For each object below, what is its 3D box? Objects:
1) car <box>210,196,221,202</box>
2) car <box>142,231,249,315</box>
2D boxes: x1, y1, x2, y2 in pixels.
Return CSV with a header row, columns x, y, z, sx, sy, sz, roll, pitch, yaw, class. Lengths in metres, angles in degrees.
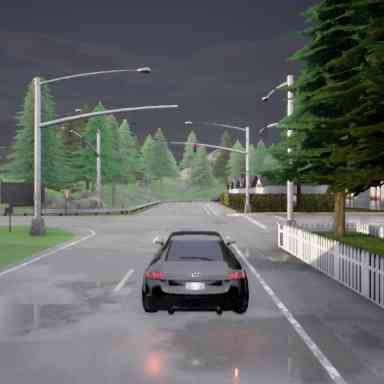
x,y,z,sx,sy,sz,roll,pitch,yaw,class
6.693,1.605,72.884,5.357,1.411,2.033,0,0,-22,car
0.074,1.573,7.664,1.994,1.385,4.181,0,0,1,car
